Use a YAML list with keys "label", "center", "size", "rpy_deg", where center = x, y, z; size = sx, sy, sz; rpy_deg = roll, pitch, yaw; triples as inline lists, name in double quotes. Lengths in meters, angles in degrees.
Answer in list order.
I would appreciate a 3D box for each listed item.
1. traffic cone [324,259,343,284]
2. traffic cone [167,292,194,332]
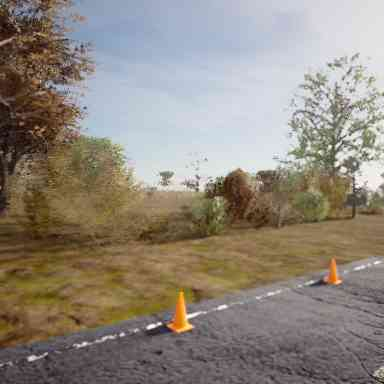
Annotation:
- label: "traffic cone"
  center: [3.675, 2.037, 8.654]
  size: [0.340, 0.580, 0.340]
  rpy_deg: [1, 0, -39]
- label: "traffic cone"
  center: [-0.188, 1.988, 5.623]
  size: [0.340, 0.580, 0.340]
  rpy_deg: [1, 0, -37]
